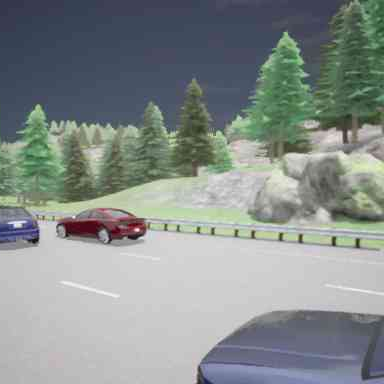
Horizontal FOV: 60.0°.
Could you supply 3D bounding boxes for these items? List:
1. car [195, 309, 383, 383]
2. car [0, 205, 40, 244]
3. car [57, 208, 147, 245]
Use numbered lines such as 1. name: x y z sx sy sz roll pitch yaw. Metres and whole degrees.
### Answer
1. car: 2.571 1.548 2.157 5.357 1.411 2.033 0 0 35
2. car: -8.658 1.352 14.459 4.553 1.767 2.097 0 0 35
3. car: -4.369 1.478 15.700 5.008 1.535 1.882 0 0 35
